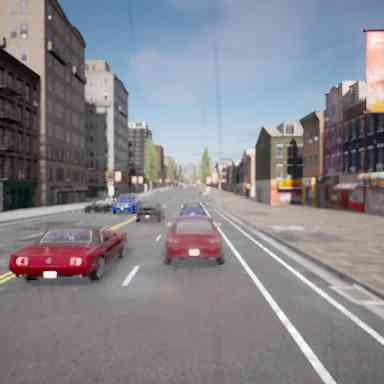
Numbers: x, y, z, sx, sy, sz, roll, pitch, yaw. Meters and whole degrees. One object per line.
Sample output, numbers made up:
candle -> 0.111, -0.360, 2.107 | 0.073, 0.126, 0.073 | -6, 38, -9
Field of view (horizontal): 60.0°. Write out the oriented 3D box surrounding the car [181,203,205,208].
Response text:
car -> 0.068, 1.556, 26.636 | 1.994, 1.385, 4.181 | 0, 0, 0

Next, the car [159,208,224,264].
car -> 0.071, 1.515, 11.602 | 1.812, 1.442, 4.674 | 0, 0, 0

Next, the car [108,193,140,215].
car -> -6.614, 1.196, 34.192 | 2.150, 2.045, 5.566 | 0, 1, 0

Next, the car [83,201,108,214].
car -> -9.862, 1.578, 35.099 | 1.895, 1.301, 4.718 | 0, 0, 0

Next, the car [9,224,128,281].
car -> -3.190, 1.590, 9.751 | 1.895, 1.301, 4.718 | 0, 0, 0

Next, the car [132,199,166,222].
car -> -3.185, 1.499, 26.291 | 1.837, 1.490, 4.892 | 0, 0, 0
